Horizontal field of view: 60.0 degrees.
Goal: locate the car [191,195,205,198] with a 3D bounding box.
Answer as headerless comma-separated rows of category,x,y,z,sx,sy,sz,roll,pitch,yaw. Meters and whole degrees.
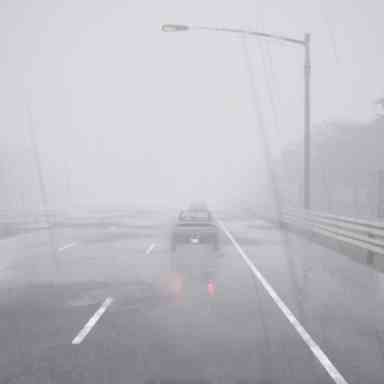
car,1.381,1.695,58.568,2.033,1.411,5.357,0,0,2

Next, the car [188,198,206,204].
car,0.688,1.642,35.912,1.895,1.301,4.718,0,0,2

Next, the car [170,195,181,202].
car,-4.667,1.654,89.829,2.097,1.767,4.553,0,0,2

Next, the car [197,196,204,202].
car,2.318,1.863,89.248,1.994,1.385,4.181,0,0,2

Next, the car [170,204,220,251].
car,0.140,1.493,14.113,2.128,1.511,4.902,0,0,1
